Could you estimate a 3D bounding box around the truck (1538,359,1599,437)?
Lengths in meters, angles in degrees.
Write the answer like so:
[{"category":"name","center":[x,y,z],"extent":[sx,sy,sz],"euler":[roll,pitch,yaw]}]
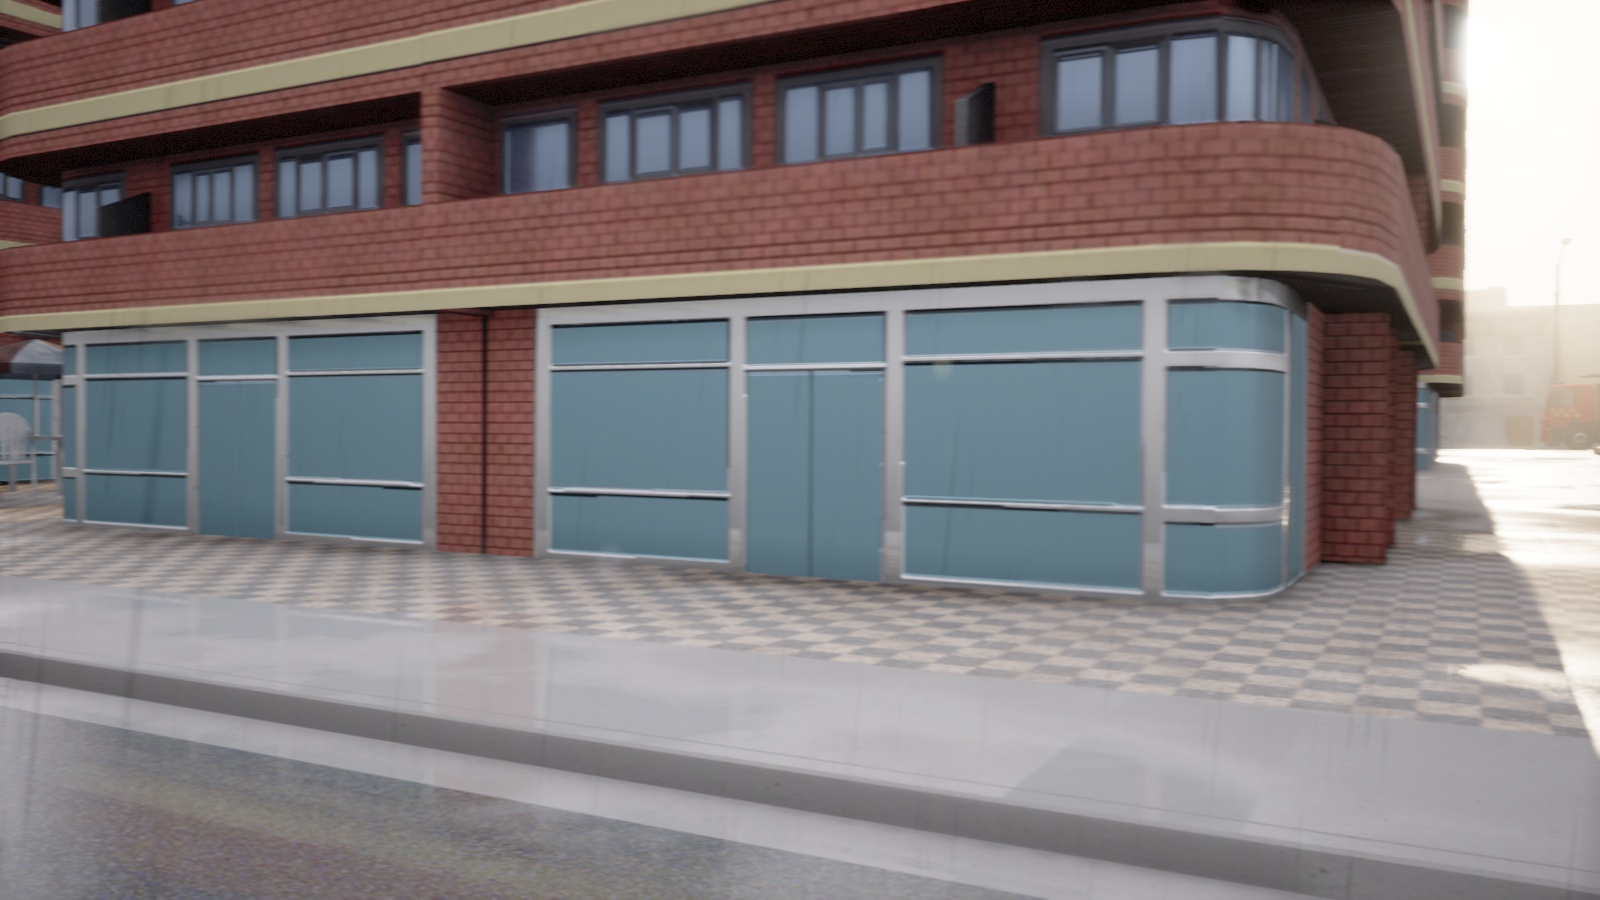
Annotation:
[{"category":"truck","center":[41.494,-2.582,62.163],"extent":[8.468,3.827,2.891],"euler":[0,1,28]}]
